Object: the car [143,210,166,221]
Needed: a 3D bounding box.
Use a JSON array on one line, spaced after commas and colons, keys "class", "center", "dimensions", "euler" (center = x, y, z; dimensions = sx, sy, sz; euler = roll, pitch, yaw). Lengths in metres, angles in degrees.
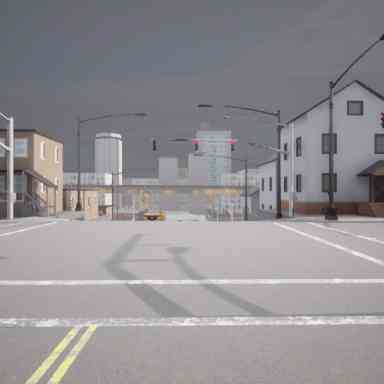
[{"class": "car", "center": [-3.702, 2.536, 33.562], "dimensions": [1.882, 1.535, 5.008], "euler": [0, -9, 1]}]
